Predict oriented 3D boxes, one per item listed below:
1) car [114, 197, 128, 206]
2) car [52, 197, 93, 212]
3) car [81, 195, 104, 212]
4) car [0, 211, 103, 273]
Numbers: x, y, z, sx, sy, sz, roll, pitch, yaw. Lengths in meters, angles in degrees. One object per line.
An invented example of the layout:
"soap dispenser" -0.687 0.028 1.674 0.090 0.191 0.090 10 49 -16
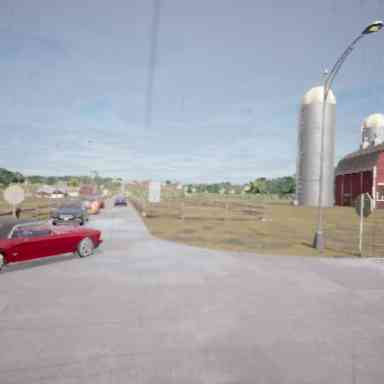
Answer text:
"car" -10.896 1.402 51.001 2.033 1.411 5.357 1 0 -12
"car" -7.869 1.318 21.860 1.837 1.490 4.892 1 0 -12
"car" -9.822 1.128 31.360 2.097 1.767 4.553 1 0 -12
"car" -4.914 1.434 9.752 1.895 1.301 4.718 1 0 31
